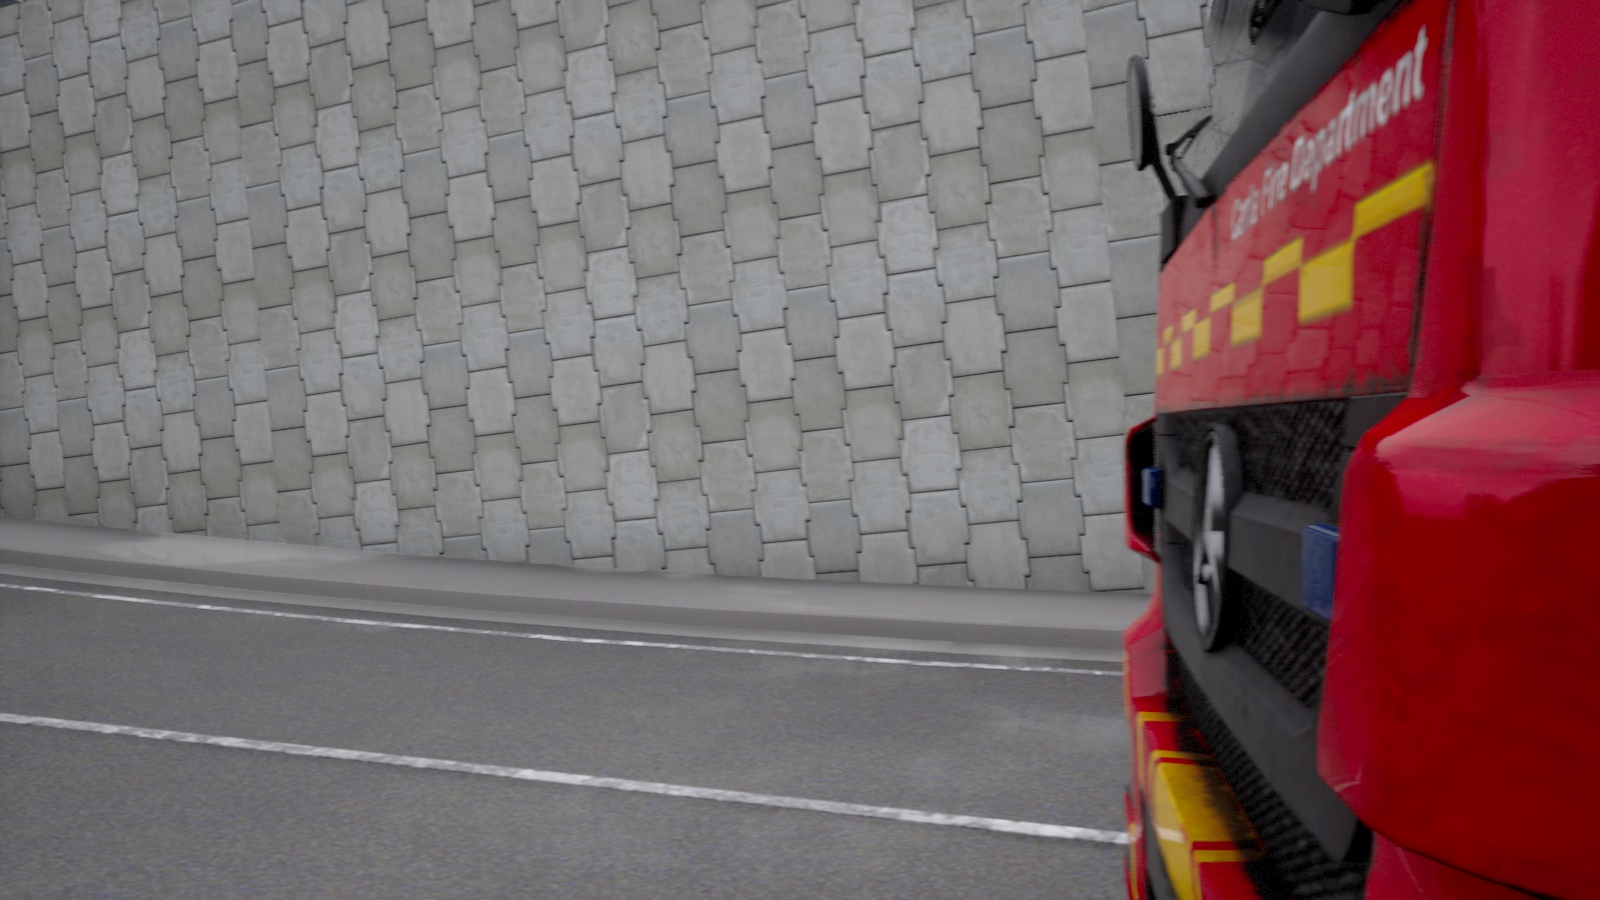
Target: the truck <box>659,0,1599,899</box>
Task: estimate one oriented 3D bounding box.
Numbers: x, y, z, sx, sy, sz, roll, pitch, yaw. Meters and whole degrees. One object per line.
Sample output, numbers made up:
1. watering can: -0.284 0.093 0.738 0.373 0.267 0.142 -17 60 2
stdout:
1. truck: 4.326 -0.351 1.541 8.468 3.827 2.891 0 1 10
